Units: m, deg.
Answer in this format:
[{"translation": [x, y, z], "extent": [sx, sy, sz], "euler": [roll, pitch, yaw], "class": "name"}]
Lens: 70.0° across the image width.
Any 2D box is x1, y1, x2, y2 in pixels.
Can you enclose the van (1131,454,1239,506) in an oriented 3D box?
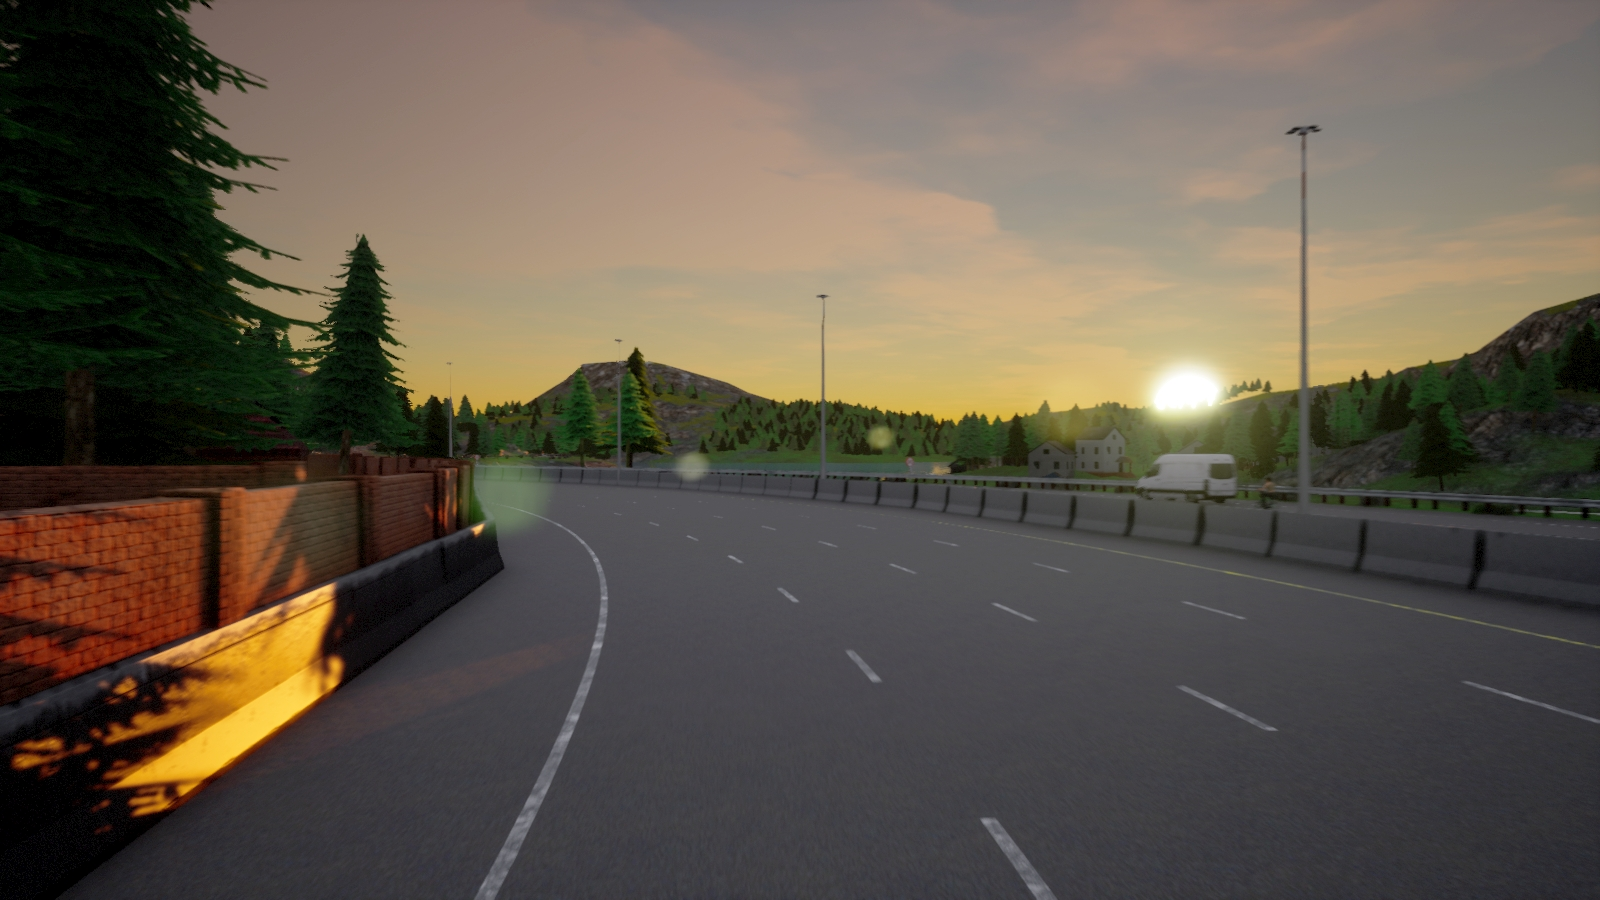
[{"translation": [19.986, 1.499, 59.663], "extent": [1.988, 2.561, 5.915], "euler": [0, 0, -21], "class": "van"}]
